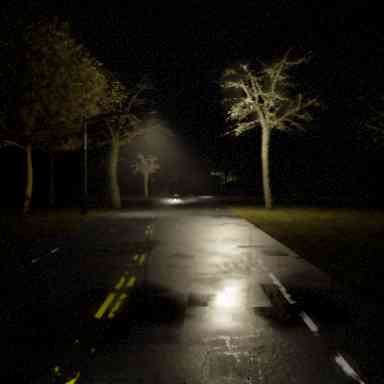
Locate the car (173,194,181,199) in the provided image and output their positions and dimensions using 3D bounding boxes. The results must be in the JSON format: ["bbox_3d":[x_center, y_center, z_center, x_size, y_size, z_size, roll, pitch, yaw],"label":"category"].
[{"bbox_3d":[-3.957,1.358,90.277,2.128,1.511,4.902,-1,0,2],"label":"car"}]
